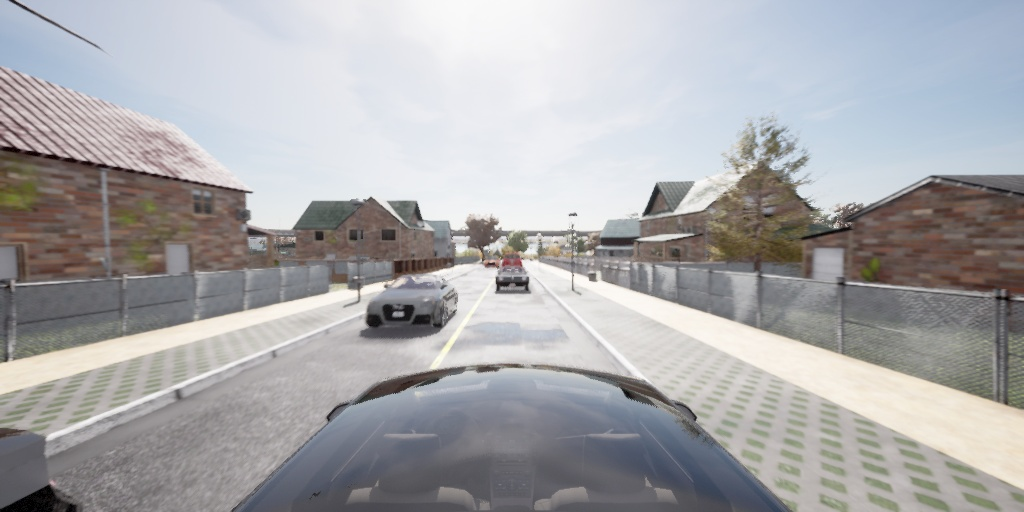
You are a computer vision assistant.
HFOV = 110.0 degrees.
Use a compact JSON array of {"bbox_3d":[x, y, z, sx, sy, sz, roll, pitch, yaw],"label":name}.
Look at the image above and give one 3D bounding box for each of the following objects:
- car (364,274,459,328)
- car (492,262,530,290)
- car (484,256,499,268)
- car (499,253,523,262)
[{"bbox_3d":[-2.847,1.256,10.975,1.994,1.385,4.181,0,0,0],"label":"car"},{"bbox_3d":[0.038,1.227,20.982,1.895,1.301,4.718,0,0,0],"label":"car"},{"bbox_3d":[-2.867,0.820,51.635,2.097,1.767,4.553,0,0,0],"label":"car"},{"bbox_3d":[0.037,0.742,39.385,2.150,2.045,5.566,0,-1,0],"label":"car"}]
